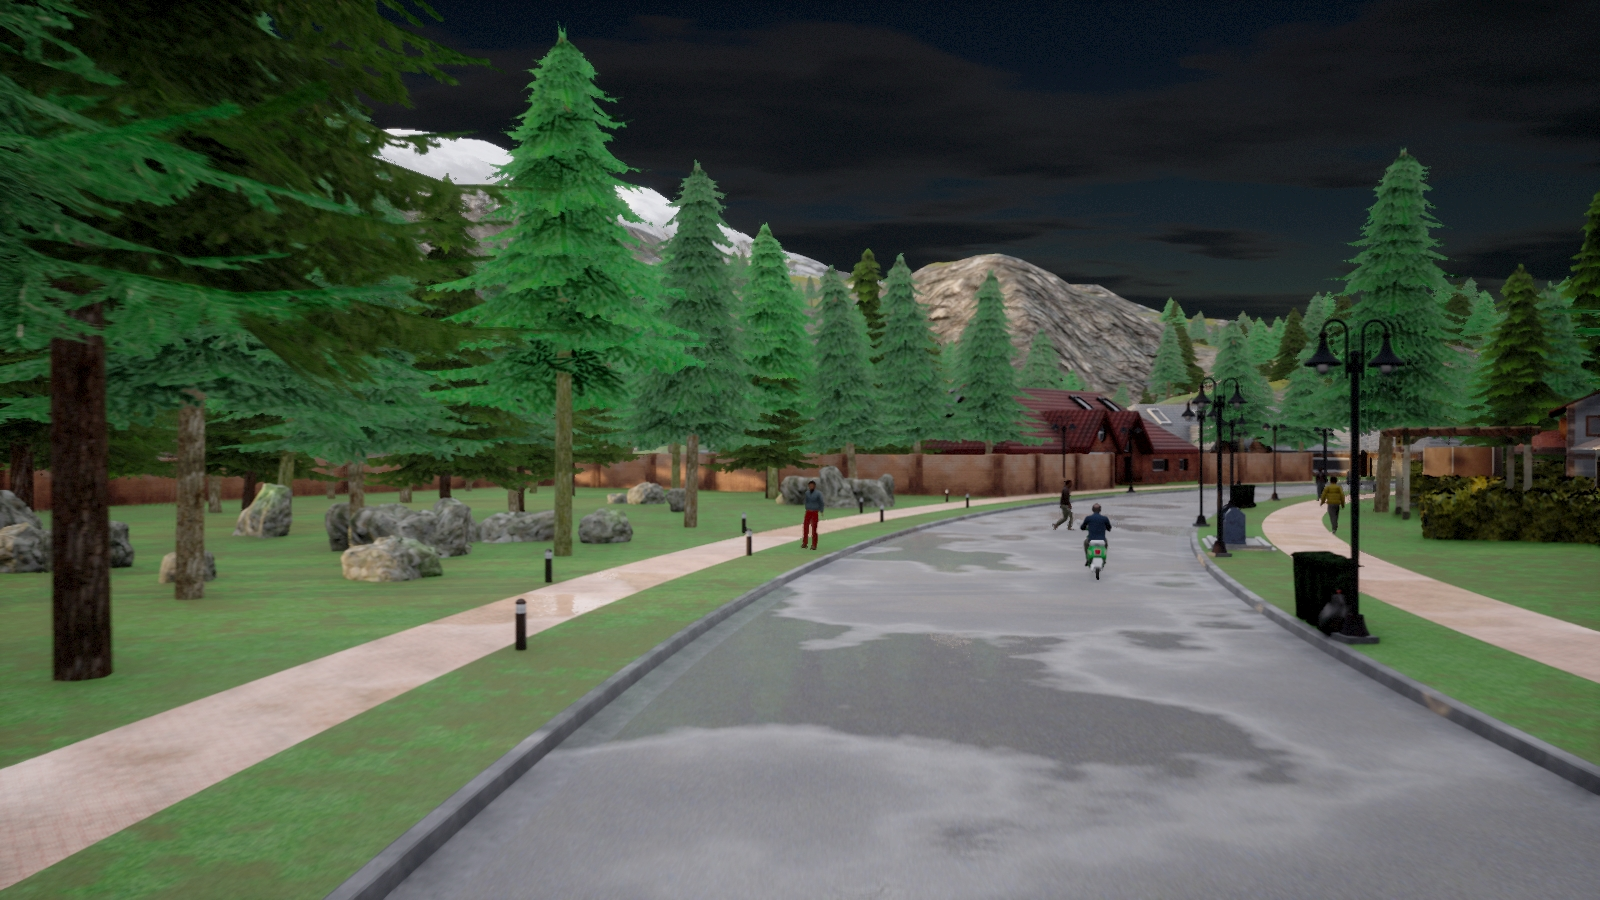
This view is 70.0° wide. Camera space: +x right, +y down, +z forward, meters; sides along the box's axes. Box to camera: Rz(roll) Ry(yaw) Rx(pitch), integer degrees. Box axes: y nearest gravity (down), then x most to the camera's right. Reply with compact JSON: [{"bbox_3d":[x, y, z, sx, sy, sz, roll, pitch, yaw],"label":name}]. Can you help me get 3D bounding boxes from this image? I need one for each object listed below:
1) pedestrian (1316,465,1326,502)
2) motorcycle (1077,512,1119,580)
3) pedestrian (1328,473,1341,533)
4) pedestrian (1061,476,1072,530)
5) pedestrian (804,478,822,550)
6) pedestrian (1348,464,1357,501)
[{"bbox_3d":[26.395,1.669,57.876,0.375,1.860,0.375,0,0,37],"label":"pedestrian"},{"bbox_3d":[6.598,2.101,25.368,0.856,1.334,1.805,0,0,13],"label":"motorcycle"},{"bbox_3d":[16.864,1.666,36.054,0.375,1.860,0.375,0,0,23],"label":"pedestrian"},{"bbox_3d":[9.157,1.818,39.300,0.375,1.860,0.375,0,0,13],"label":"pedestrian"},{"bbox_3d":[0.344,1.666,30.016,0.375,1.860,0.375,0,0,24],"label":"pedestrian"},{"bbox_3d":[28.552,1.669,59.060,0.375,1.860,0.375,0,0,31],"label":"pedestrian"}]
